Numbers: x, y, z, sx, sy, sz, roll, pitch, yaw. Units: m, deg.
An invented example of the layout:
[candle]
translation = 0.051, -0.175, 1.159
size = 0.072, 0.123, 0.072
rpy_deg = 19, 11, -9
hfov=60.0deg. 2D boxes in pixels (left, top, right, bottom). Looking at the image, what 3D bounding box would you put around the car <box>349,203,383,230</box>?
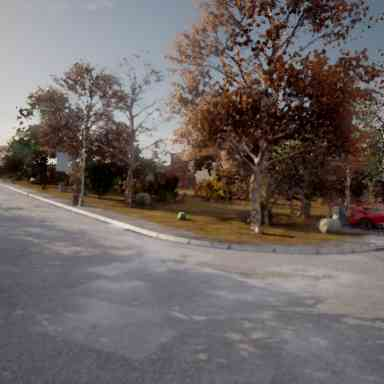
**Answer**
[car]
translation = 14.907, 1.899, 24.991
size = 5.566, 2.045, 2.435
rpy_deg = 0, -2, 32
